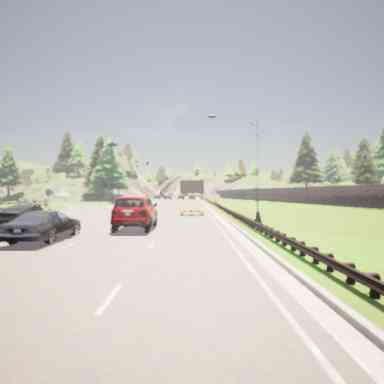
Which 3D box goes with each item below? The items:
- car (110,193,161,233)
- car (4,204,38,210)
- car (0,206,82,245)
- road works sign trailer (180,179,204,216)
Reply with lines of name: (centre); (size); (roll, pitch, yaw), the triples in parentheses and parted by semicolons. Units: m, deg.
car: (-3.395, 1.263, 20.252); (2.150, 2.045, 5.566); (0, 0, 0)
car: (-10.394, 1.549, 21.077); (1.837, 1.490, 4.892); (0, 0, 0)
car: (-6.896, 1.580, 15.624); (2.033, 1.411, 5.357); (0, 0, 0)
road works sign trailer: (0.008, 0.532, 33.010); (2.380, 3.560, 2.880); (0, 0, 0)
